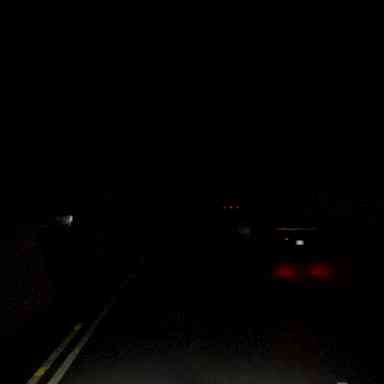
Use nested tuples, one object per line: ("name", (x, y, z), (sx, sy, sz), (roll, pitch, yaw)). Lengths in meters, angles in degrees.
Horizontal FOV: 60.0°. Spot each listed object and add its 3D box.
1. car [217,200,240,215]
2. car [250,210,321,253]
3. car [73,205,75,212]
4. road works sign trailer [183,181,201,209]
("car", (3.604, 1.486, 33.235), (2.033, 1.411, 5.357), (0, 0, 0))
("car", (3.602, 1.466, 13.527), (2.128, 1.511, 4.902), (0, 0, 0))
("car", (-10.590, 1.428, 34.023), (2.128, 1.511, 4.902), (0, 0, 0))
("road works sign trailer", (0.006, 0.383, 44.115), (2.380, 3.560, 2.880), (0, 0, 0))
